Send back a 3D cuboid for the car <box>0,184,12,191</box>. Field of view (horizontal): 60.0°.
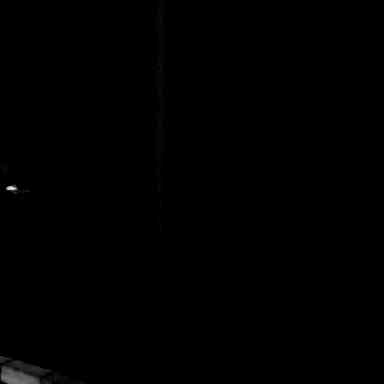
[{"bbox_3d":[-33.886,-0.368,58.472,2.128,1.511,4.902,0,2,-15],"label":"car"}]

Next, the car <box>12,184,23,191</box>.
[{"bbox_3d":[-36.514,-0.894,68.547,1.812,1.442,4.674,0,2,-15],"label":"car"}]
